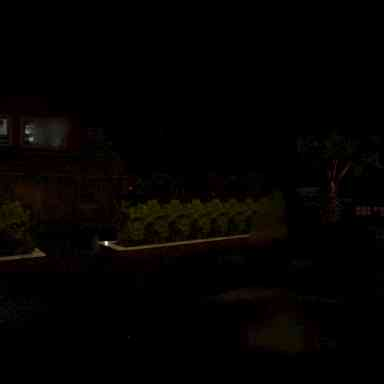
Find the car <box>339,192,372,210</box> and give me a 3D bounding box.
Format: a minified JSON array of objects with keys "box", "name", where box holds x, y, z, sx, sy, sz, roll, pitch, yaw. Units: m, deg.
[{"box":[17.447,0.985,36.215,3.866,1.878,1.905,0,0,0],"name":"car"}]
